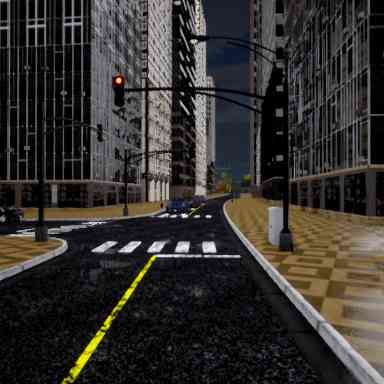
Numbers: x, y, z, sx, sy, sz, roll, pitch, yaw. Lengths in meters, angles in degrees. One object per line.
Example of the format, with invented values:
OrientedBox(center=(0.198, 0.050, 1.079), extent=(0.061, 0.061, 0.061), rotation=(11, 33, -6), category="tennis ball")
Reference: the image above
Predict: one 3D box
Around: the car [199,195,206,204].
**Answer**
OrientedBox(center=(1.370, 1.274, 63.488), extent=(2.097, 1.767, 4.553), rotation=(0, 0, 8), category="car")

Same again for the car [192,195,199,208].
OrientedBox(center=(-0.600, 1.313, 46.879), extent=(2.097, 1.767, 4.553), rotation=(0, 0, 6), category="car")

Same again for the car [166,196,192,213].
OrientedBox(center=(-1.546, 1.326, 36.185), extent=(2.097, 1.767, 4.553), rotation=(0, 0, 5), category="car")

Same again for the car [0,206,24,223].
OrientedBox(center=(-16.426, 1.852, 28.068), extent=(4.403, 1.369, 2.008), rotation=(-1, 1, 10), category="car")
